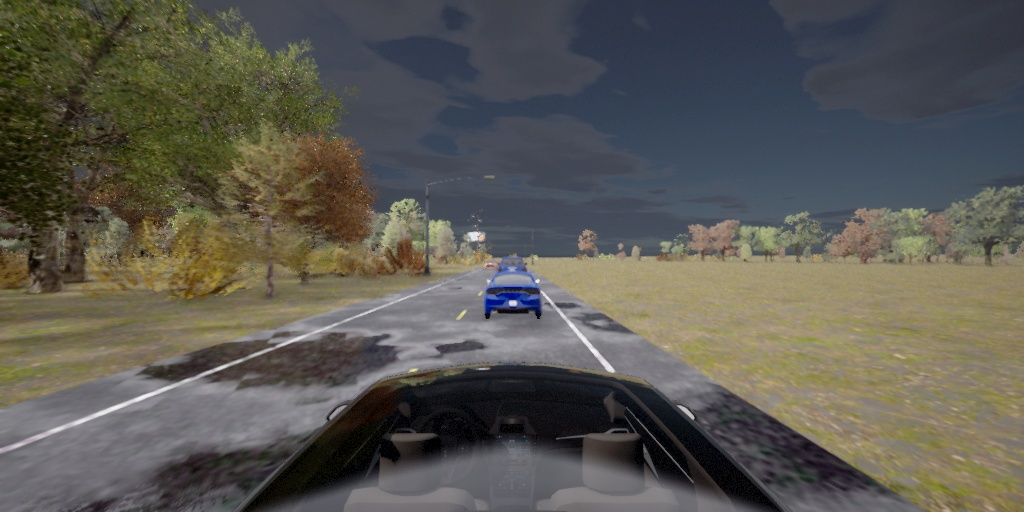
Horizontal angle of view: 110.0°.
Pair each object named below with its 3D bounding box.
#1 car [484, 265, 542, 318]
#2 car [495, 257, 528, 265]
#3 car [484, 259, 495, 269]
[{"bbox_3d":[0.041,1.283,13.335,1.882,1.535,5.008,0,0,0],"label":"car"},{"bbox_3d":[0.040,1.099,28.143,2.150,2.045,5.566,0,0,1],"label":"car"},{"bbox_3d":[-3.538,1.383,60.641,2.097,1.767,4.553,0,0,1],"label":"car"}]
